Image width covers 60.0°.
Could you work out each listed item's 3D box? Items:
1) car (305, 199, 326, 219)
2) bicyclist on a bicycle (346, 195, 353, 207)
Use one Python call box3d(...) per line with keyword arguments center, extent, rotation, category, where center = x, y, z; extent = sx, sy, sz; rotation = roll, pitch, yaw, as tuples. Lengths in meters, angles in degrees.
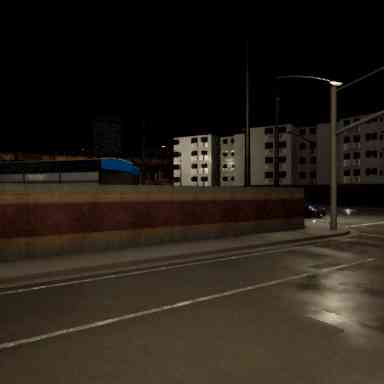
box3d(center=(9.538, 1.352, 29.564), extent=(2.097, 1.767, 4.553), rotation=(0, 0, -33), category="car")
box3d(center=(22.109, 1.300, 46.637), extent=(1.656, 1.620, 0.582), rotation=(0, 0, -35), category="bicyclist on a bicycle")
